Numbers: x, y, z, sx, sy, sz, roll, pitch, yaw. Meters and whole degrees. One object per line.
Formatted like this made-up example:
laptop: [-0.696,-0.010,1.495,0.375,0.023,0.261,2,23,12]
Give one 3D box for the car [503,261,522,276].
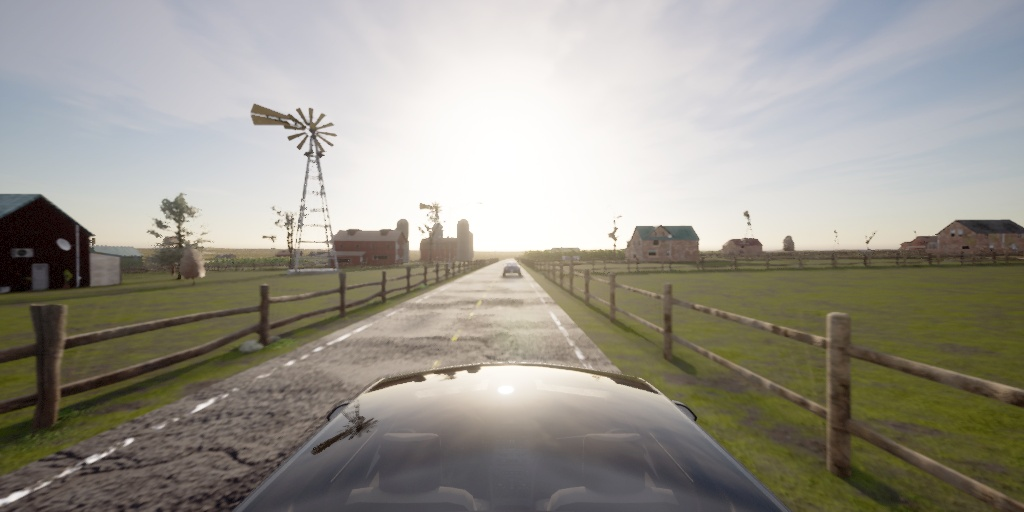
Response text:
car: [-0.008,1.278,37.170,1.812,1.442,4.674,0,0,0]
